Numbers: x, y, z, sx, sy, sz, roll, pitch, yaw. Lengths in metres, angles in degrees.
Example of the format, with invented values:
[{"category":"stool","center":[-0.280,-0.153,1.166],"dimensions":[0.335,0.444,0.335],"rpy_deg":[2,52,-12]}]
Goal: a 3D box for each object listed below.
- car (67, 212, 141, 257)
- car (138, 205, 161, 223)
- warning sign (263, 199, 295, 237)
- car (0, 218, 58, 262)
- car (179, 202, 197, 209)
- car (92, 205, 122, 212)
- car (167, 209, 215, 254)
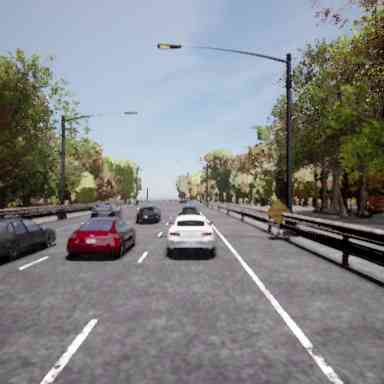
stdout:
[{"category":"car","center":[-3.545,1.722,13.717],"dimensions":[1.994,1.385,4.181],"rpy_deg":[0,-1,0]},{"category":"car","center":[-3.756,1.876,29.185],"dimensions":[1.812,1.442,4.674],"rpy_deg":[0,-1,-1]},{"category":"warning sign","center":[4.446,1.314,17.088],"dimensions":[1.300,1.860,1.060],"rpy_deg":[-1,-1,-1]},{"category":"car","center":[-7.043,1.693,12.735],"dimensions":[2.033,1.411,5.357],"rpy_deg":[0,-1,0]},{"category":"car","center":[-0.258,1.878,29.243],"dimensions":[1.812,1.442,4.674],"rpy_deg":[0,-1,-1]},{"category":"car","center":[-7.254,1.837,28.725],"dimensions":[2.128,1.511,4.902],"rpy_deg":[0,-1,-1]},{"category":"car","center":[-0.041,1.688,14.149],"dimensions":[1.812,1.442,4.674],"rpy_deg":[0,0,0]}]
